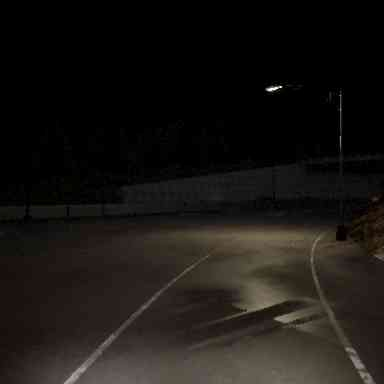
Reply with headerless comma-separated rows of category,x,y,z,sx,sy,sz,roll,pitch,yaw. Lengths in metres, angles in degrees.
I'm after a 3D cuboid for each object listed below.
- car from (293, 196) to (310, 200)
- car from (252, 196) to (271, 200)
car,27.240,1.743,82.203,5.357,1.411,2.033,0,0,-40
car,15.056,1.665,72.093,5.008,1.535,1.882,0,0,-40
